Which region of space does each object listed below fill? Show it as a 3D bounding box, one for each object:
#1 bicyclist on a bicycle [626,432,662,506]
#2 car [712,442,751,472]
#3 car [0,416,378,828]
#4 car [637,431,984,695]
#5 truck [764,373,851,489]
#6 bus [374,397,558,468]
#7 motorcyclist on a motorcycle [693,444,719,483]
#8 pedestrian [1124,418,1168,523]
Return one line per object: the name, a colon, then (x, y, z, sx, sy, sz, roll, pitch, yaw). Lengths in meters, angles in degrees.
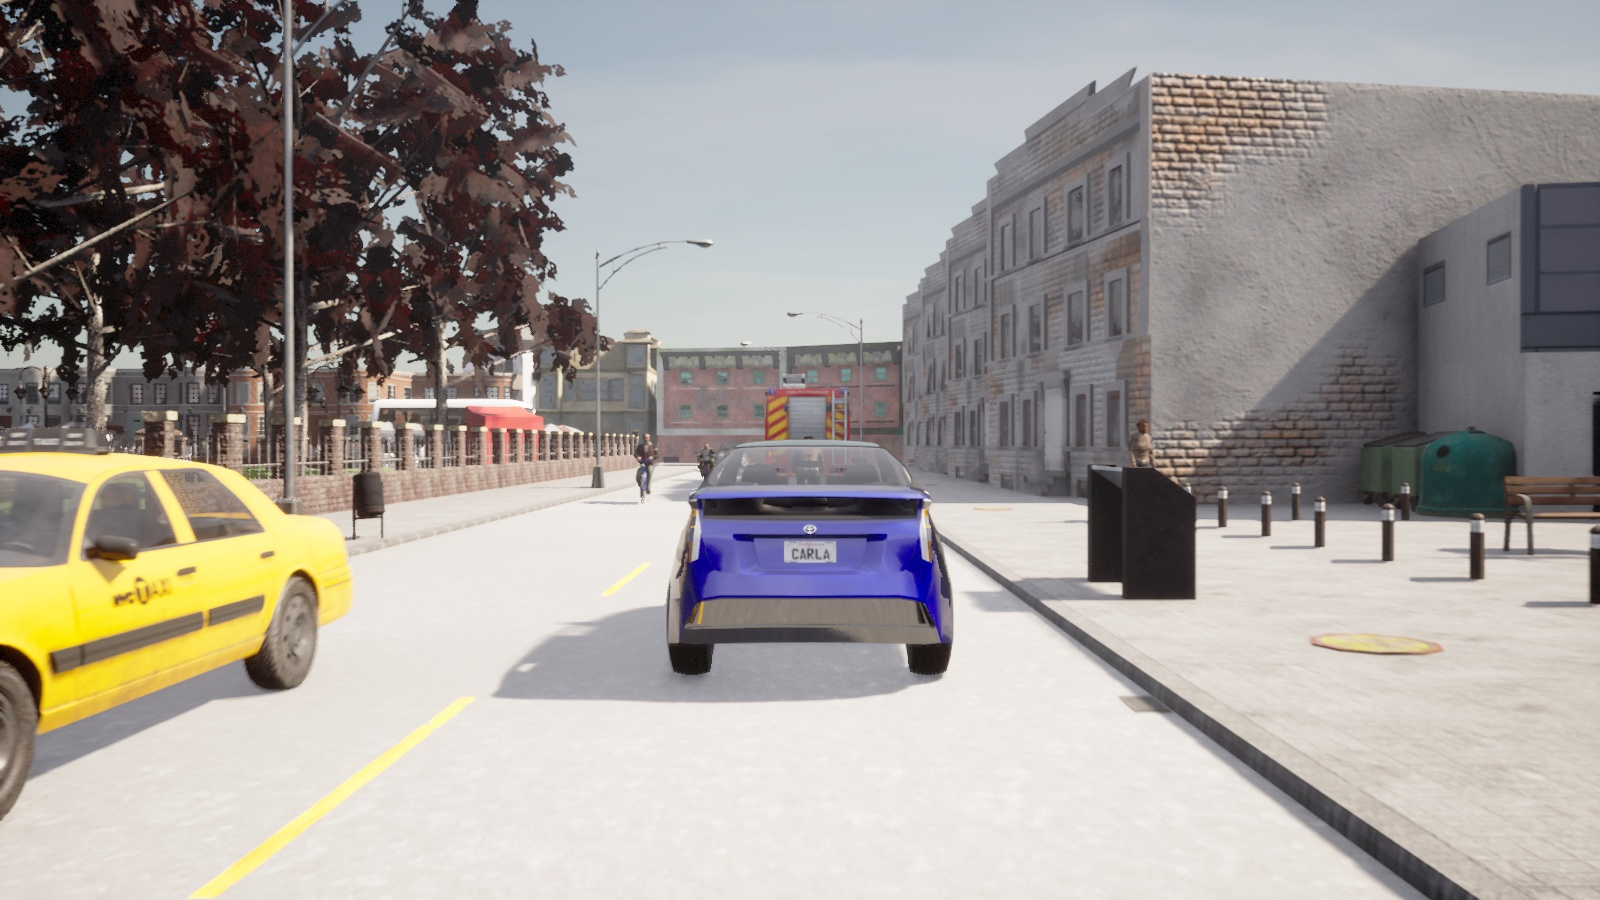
bicyclist on a bicycle: (-3.810, 0.453, 30.767, 0.659, 1.776, 1.843, 0, 0, 0)
car: (-3.616, 0.340, 67.133, 2.007, 1.525, 4.514, 0, 0, -2)
car: (-3.948, 0.649, 6.350, 1.801, 1.575, 5.366, 0, 0, 0)
car: (0.071, 0.644, 9.517, 2.007, 1.525, 4.514, 0, 0, 0)
truck: (0.257, -0.658, 45.891, 2.891, 3.827, 8.468, 0, 0, 0)
bus: (-20.481, -1.052, 77.548, 10.273, 4.253, 3.944, 0, 0, 0)
motorcyclist on a motorcycle: (-3.729, 0.518, 49.966, 0.866, 1.530, 2.191, 0, 0, 0)
pedestrian: (6.028, 0.346, 21.895, 0.328, 1.805, 0.869, 0, 0, -16)
